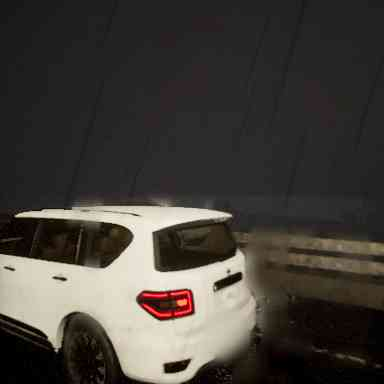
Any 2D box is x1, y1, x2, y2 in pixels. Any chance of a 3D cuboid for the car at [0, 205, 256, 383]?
[{"bbox_3d":[-1.758,1.235,5.260,5.566,2.045,2.150,0,0,36],"label":"car"}]
